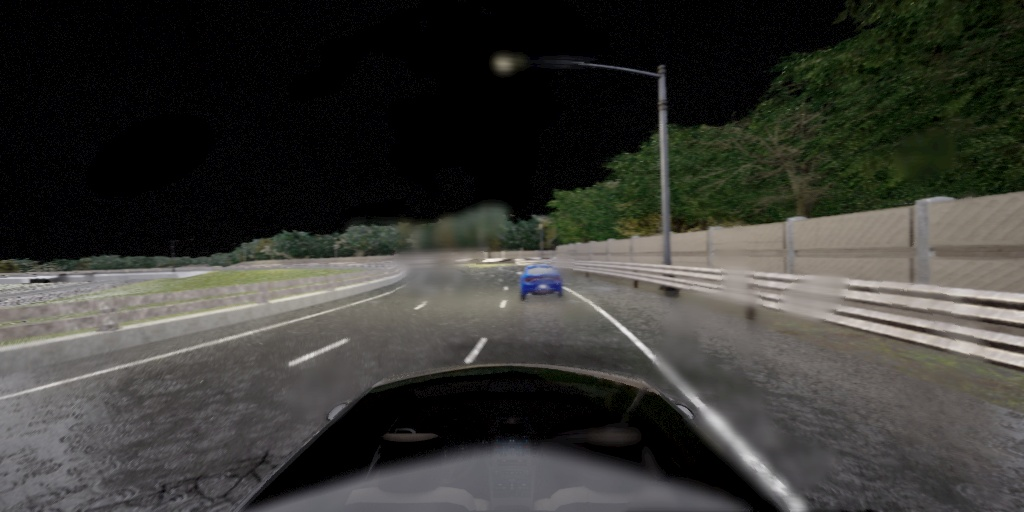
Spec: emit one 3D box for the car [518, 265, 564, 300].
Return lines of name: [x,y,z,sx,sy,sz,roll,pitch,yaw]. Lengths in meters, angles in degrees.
car: [1.347,1.178,17.669,1.882,1.535,5.008,-1,0,0]
